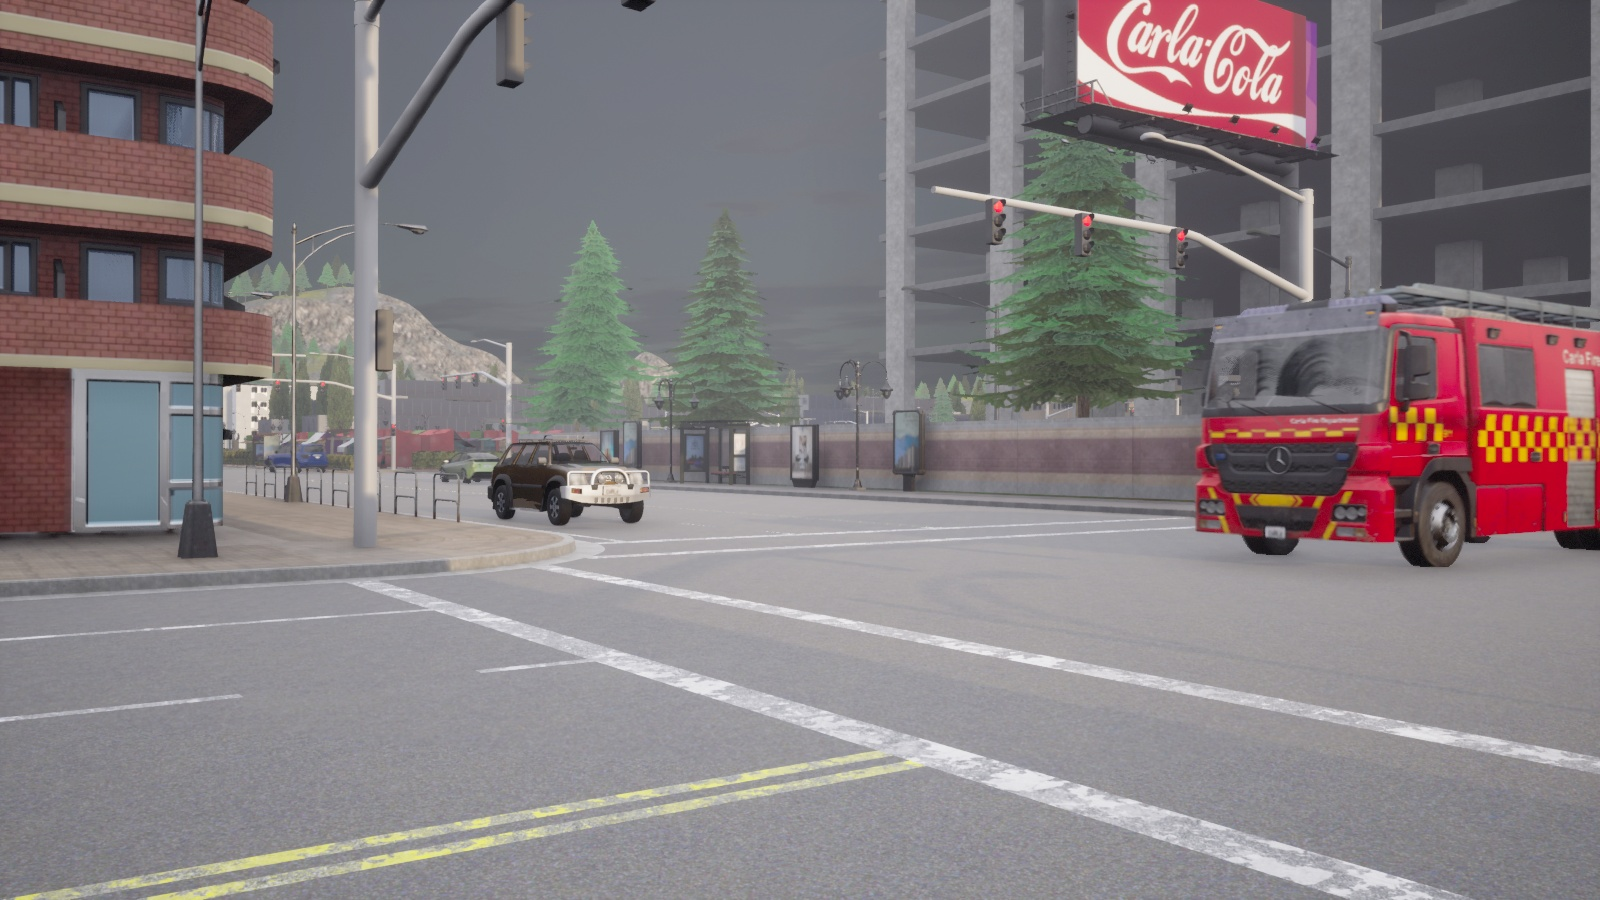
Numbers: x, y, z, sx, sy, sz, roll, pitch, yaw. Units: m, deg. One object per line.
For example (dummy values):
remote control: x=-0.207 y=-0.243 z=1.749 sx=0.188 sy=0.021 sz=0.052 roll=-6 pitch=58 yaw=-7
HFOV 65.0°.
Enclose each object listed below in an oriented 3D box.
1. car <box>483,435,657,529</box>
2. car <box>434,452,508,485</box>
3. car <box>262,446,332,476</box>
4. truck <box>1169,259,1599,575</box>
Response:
car: x=-5.046 y=0.638 z=27.088 sx=1.932 sy=1.855 sz=4.605 roll=0 pitch=0 yaw=-35
car: x=-15.949 y=0.874 z=60.802 sx=2.007 sy=1.525 sz=4.514 roll=0 pitch=0 yaw=-35
car: x=-35.589 y=0.759 z=88.803 sx=5.566 sy=2.045 sz=2.150 roll=0 pitch=0 yaw=39
truck: x=9.469 y=-0.394 z=18.787 sx=8.468 sy=3.827 sz=2.891 roll=0 pitch=0 yaw=-35
